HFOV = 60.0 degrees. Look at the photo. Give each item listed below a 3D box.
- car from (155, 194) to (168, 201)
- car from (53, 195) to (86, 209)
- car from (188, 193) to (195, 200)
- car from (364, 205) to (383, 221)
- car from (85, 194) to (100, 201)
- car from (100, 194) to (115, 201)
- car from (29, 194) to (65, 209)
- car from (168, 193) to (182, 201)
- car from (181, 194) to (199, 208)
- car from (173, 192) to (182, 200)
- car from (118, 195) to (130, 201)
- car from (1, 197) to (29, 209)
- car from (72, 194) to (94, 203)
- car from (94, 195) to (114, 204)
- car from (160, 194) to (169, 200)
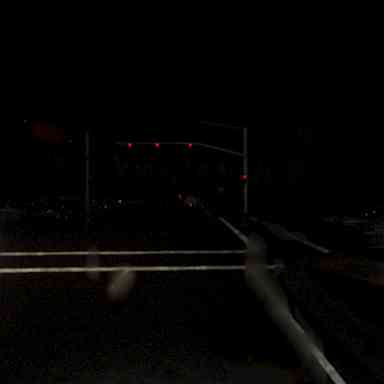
[{"bbox_3d":[-7.271,1.264,74.680,2.033,1.411,5.357,0,0,1],"label":"car"},{"bbox_3d":[-15.266,1.448,41.728,1.895,1.301,4.718,0,0,0],"label":"car"},{"bbox_3d":[-0.097,1.110,84.886,1.882,1.535,5.008,0,0,1],"label":"car"},{"bbox_3d":[15.669,1.433,25.412,4.674,1.442,1.812,0,0,0],"label":"car"},{"bbox_3d":[-22.271,1.271,74.732,1.994,1.385,4.181,0,0,0],"label":"car"},{"bbox_3d":[-18.773,1.262,74.338,2.033,1.411,5.357,0,0,0],"label":"car"},{"bbox_3d":[-18.766,1.319,43.305,1.882,1.535,5.008,0,0,0],"label":"car"},{"bbox_3d":[-3.769,1.277,75.105,1.994,1.385,4.181,0,0,1],"label":"car"},{"bbox_3d":[-0.183,1.366,43.688,1.812,1.442,4.674,0,0,0],"label":"car"},{"bbox_3d":[-3.596,0.987,84.933,2.097,1.767,4.553,0,0,1],"label":"car"},{"bbox_3d":[-15.272,1.273,74.507,1.994,1.385,4.181,0,0,0],"label":"car"},{"bbox_3d":[-22.269,1.390,42.864,2.033,1.411,5.357,0,0,0],"label":"car"},{"bbox_3d":[-18.798,1.333,58.688,2.033,1.411,5.357,0,0,0],"label":"car"},{"bbox_3d":[-15.302,1.275,59.368,2.128,1.511,4.902,0,0,0],"label":"car"},{"bbox_3d":[-7.095,1.155,85.041,1.812,1.442,4.674,0,0,1],"label":"car"}]
